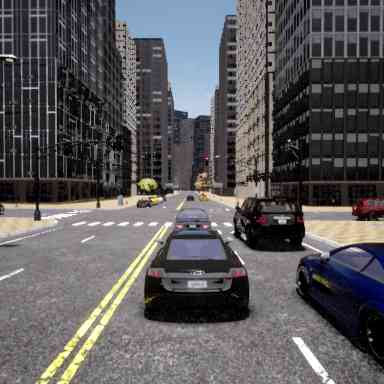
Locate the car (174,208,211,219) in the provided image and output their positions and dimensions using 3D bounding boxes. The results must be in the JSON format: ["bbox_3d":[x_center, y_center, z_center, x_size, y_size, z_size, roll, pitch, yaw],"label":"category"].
[{"bbox_3d":[0.025,1.537,16.977,2.033,1.411,5.357,0,0,0],"label":"car"}]

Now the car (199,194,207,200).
[{"bbox_3d":[2.857,1.239,89.041,1.837,1.490,4.892,0,0,0],"label":"car"}]

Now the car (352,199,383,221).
[{"bbox_3d":[16.078,1.518,27.892,5.009,1.841,2.192,1,0,1],"label":"car"}]

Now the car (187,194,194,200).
[{"bbox_3d":[-0.395,1.383,89.445,1.882,1.535,5.008,0,0,0],"label":"car"}]

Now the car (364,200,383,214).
[{"bbox_3d":[21.650,1.642,36.204,4.829,1.417,1.752,1,0,1],"label":"car"}]

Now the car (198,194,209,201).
[{"bbox_3d":[2.903,1.393,78.624,1.882,1.535,5.008,0,0,0],"label":"car"}]

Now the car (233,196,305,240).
[{"bbox_3d":[3.308,1.212,15.207,2.150,2.045,5.566,0,0,-2],"label":"car"}]

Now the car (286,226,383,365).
[{"bbox_3d":[3.334,1.561,5.786,1.994,1.385,4.181,0,0,-1],"label":"car"}]

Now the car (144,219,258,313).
[{"bbox_3d":[0.068,1.560,7.756,1.994,1.385,4.181,0,0,-1],"label":"car"}]

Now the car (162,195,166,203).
[{"bbox_3d":[-6.824,1.466,66.530,1.812,1.442,4.674,0,0,0],"label":"car"}]

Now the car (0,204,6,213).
[{"bbox_3d":[-19.940,1.344,30.916,4.892,1.490,1.837,1,1,1],"label":"car"}]

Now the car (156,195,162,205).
[{"bbox_3d":[-6.835,1.430,57.082,1.882,1.535,5.008,0,0,0],"label":"car"}]

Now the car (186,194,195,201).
[{"bbox_3d":[-0.351,1.422,79.386,1.837,1.490,4.892,0,0,0],"label":"car"}]

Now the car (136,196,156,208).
[{"bbox_3d":[-6.803,1.527,48.153,1.994,1.385,4.181,0,0,0],"label":"car"}]
